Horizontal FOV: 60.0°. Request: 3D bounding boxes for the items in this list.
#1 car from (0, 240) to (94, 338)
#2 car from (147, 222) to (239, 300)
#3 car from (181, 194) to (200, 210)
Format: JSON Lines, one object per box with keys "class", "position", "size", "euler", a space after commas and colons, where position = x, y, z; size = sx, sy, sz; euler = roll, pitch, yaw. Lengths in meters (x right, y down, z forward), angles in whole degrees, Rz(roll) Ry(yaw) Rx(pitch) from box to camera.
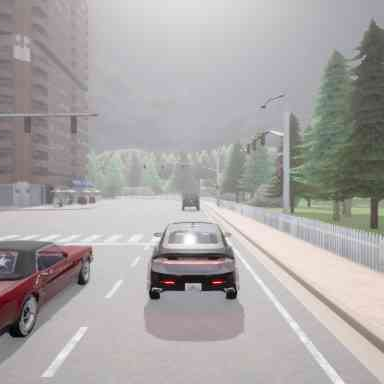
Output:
{"class": "car", "position": [-3.452, 1.601, 6.548], "size": [1.895, 1.301, 4.718], "euler": [0, 0, 0]}
{"class": "car", "position": [0.021, 1.492, 8.398], "size": [2.128, 1.511, 4.902], "euler": [0, 0, 0]}
{"class": "car", "position": [-0.179, 1.222, 42.608], "size": [2.150, 2.045, 5.566], "euler": [0, 0, -1]}
